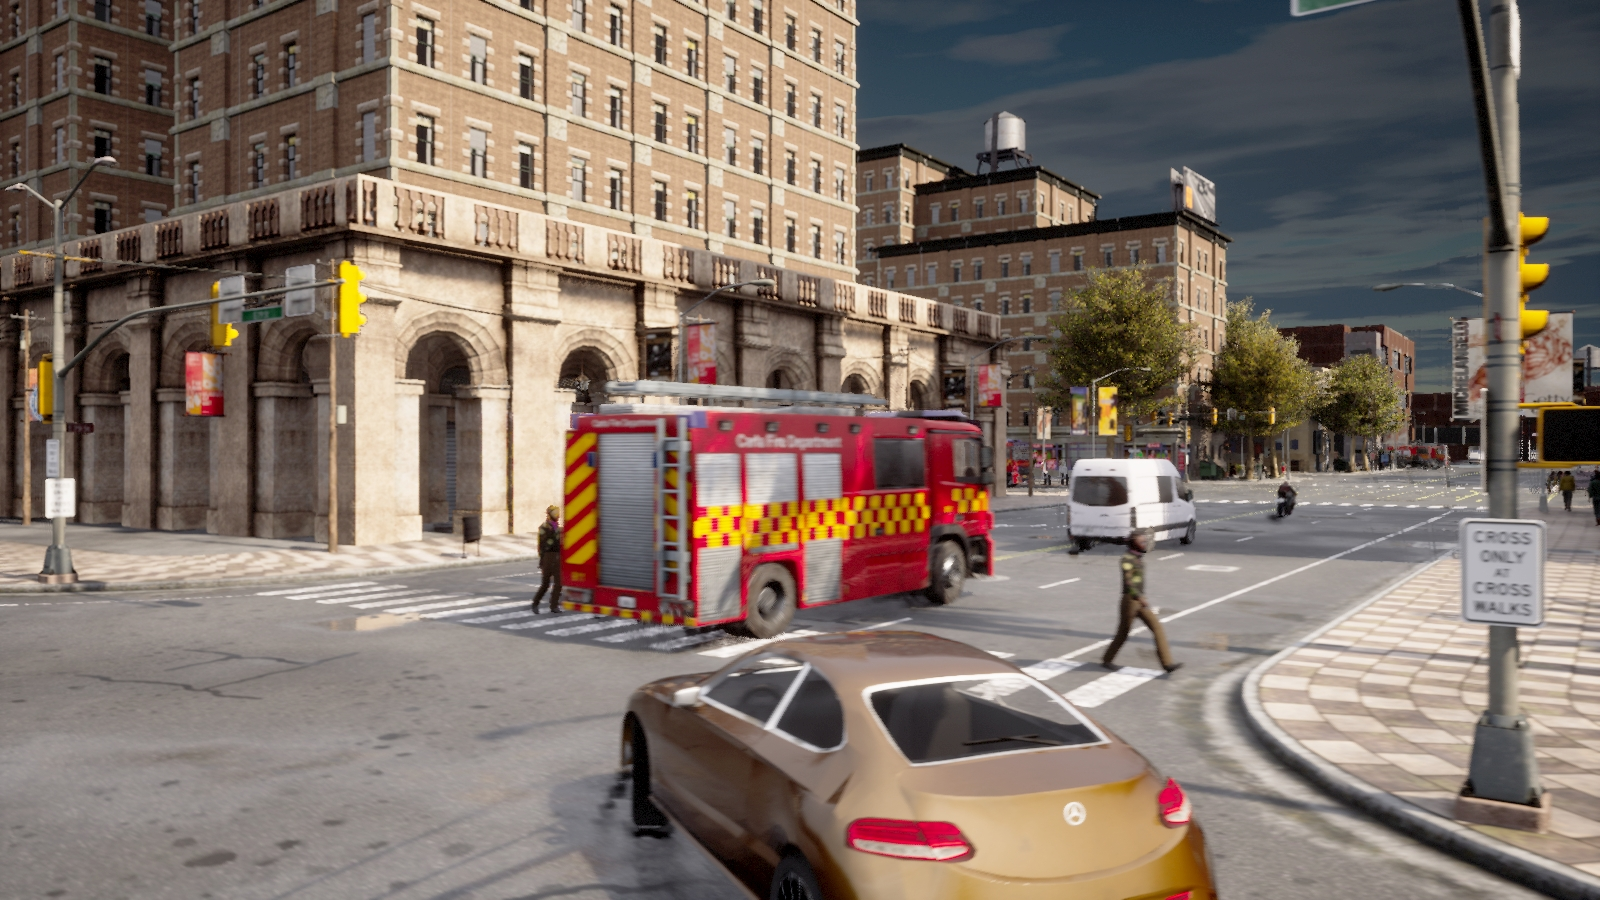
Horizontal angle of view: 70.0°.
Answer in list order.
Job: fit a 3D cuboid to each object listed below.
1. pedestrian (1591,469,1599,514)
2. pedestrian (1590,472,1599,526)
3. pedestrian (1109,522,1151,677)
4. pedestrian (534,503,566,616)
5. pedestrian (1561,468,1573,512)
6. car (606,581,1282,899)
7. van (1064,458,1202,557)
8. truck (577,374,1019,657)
[{"bbox_3d":[32.680,1.702,46.819,0.375,1.860,0.375,0,0,21],"label":"pedestrian"},{"bbox_3d":[27.756,1.702,39.778,0.375,1.860,0.375,0,0,36],"label":"pedestrian"},{"bbox_3d":[4.114,1.849,14.236,0.375,1.860,0.375,0,0,42],"label":"pedestrian"},{"bbox_3d":[-4.246,1.848,19.369,0.375,1.860,0.375,0,0,35],"label":"pedestrian"},{"bbox_3d":[32.789,1.702,48.839,0.375,1.860,0.375,0,0,28],"label":"pedestrian"},{"bbox_3d":[0.366,1.992,7.404,2.152,1.651,5.027,0,0,-22],"label":"car"},{"bbox_3d":[9.731,1.536,32.994,1.988,2.561,5.915,0,0,36],"label":"van"},{"bbox_3d":[0.422,0.890,19.644,2.891,3.827,8.468,0,0,39],"label":"truck"}]
